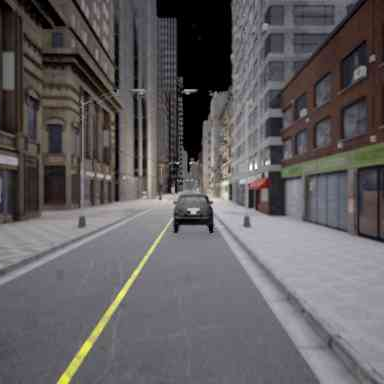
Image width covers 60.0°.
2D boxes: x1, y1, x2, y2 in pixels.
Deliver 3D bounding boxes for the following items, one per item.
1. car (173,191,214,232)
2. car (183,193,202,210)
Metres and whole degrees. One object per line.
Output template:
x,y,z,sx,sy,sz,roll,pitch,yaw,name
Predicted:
0.077,1.091,19.388,2.150,2.045,5.566,0,1,0,car
0.048,1.084,39.277,2.097,1.767,4.553,0,0,0,car
